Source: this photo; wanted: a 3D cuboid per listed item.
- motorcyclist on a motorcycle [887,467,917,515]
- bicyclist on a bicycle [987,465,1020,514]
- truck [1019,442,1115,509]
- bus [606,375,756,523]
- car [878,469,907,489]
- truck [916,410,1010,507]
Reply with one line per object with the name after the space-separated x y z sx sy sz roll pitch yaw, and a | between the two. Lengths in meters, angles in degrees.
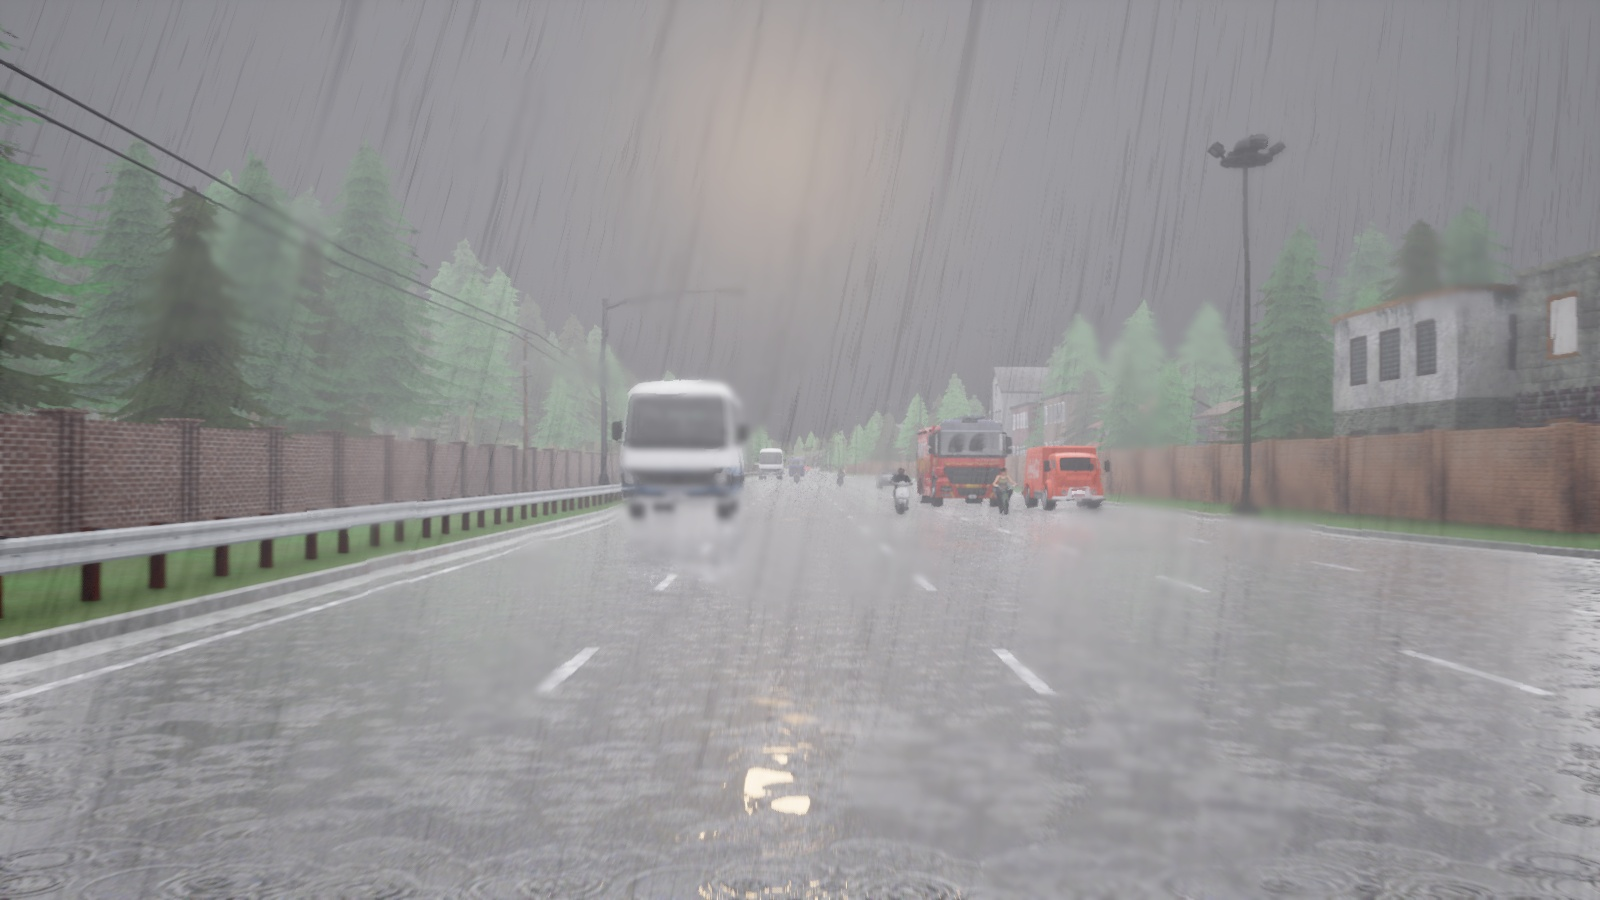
3.399 1.353 42.014 0.866 1.590 1.817 0 -1 0 | motorcyclist on a motorcycle
6.903 1.330 42.557 0.866 1.612 1.509 0 -1 0 | bicyclist on a bicycle
10.380 0.988 49.242 2.627 2.467 5.204 0 -1 0 | truck
-3.604 0.039 41.189 3.944 4.253 10.273 0 -1 0 | bus
6.779 2.121 92.364 1.816 1.474 4.193 0 -1 0 | car
6.866 0.395 54.158 2.891 3.827 8.468 0 -1 0 | truck
